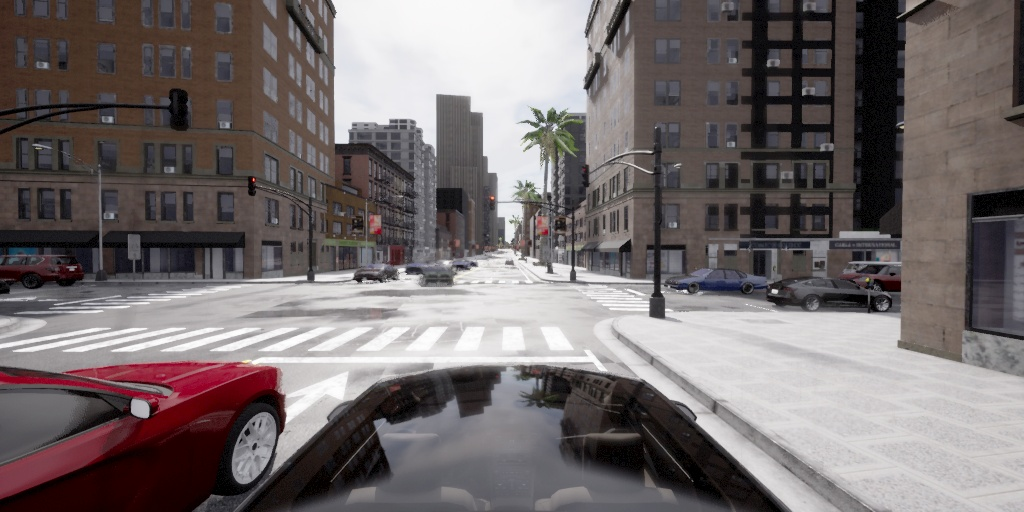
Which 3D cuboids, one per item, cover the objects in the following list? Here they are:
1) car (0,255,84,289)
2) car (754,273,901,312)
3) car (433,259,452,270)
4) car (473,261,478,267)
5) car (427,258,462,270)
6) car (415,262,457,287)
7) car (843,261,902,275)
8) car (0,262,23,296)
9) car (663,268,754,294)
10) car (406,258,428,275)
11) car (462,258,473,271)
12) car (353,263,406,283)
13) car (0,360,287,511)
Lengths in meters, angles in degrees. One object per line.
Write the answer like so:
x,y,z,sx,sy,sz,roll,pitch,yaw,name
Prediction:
-27.278,0.836,19.927,5.009,1.841,2.192,0,0,-9,car
12.864,1.514,14.727,4.313,1.339,1.948,0,0,0,car
-10.218,1.237,52.861,1.837,1.490,4.892,0,0,0,car
-7.007,1.319,62.505,1.895,1.301,4.718,0,0,0,car
-6.857,1.233,36.985,2.128,1.511,4.902,0,0,0,car
-5.374,1.327,24.854,1.895,1.301,4.718,1,0,-19,car
21.330,1.280,20.682,4.553,1.767,2.097,0,1,0,car
-24.033,1.126,14.593,4.892,1.490,1.837,1,1,-9,car
11.707,1.401,20.673,5.357,1.411,2.033,0,1,0,car
-10.125,1.093,39.201,2.097,1.767,4.553,0,0,0,car
-6.942,1.087,49.279,2.097,1.767,4.553,0,0,0,car
-10.036,1.261,27.036,2.033,1.411,5.357,0,-1,0,car
-3.144,1.228,1.490,1.882,1.535,5.008,0,0,1,car
